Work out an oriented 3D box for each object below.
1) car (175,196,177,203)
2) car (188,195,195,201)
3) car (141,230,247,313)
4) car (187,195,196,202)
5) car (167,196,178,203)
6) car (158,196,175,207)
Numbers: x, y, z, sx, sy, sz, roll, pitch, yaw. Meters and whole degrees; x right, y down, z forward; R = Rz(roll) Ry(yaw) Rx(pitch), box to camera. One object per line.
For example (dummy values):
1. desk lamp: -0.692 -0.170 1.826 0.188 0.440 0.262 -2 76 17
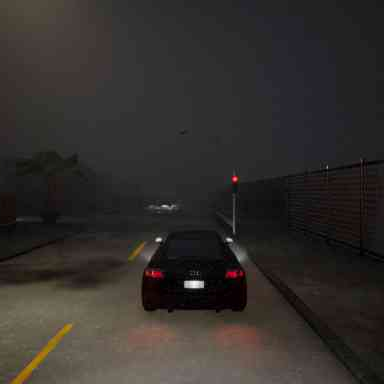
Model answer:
1. car: -4.179 1.491 61.045 2.128 1.511 4.902 0 0 0
2. car: -0.162 1.524 85.717 1.812 1.442 4.674 0 0 0
3. car: 0.049 1.564 7.746 1.994 1.385 4.181 0 0 0
4. car: -0.141 1.524 75.476 1.812 1.442 4.674 0 0 0
5. car: -4.134 1.540 71.354 2.033 1.411 5.357 0 0 0
6. car: -4.189 1.478 51.780 1.882 1.535 5.008 0 0 0
